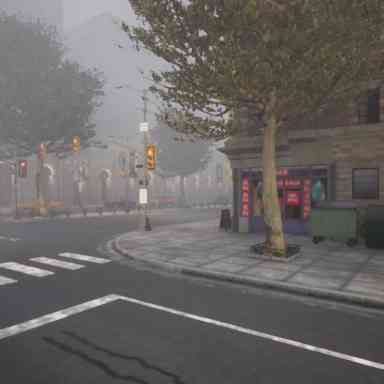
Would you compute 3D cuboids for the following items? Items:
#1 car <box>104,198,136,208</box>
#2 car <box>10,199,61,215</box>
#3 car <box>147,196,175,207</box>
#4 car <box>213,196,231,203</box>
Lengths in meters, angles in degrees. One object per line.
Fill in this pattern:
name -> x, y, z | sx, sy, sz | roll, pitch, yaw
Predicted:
car -> -10.321, 1.592, 47.923 | 1.895, 1.301, 4.718 | 0, 0, 36
car -> -16.139, 1.475, 34.438 | 1.882, 1.535, 5.008 | 0, 0, 36
car -> -4.647, 1.350, 50.410 | 2.097, 1.767, 4.553 | 0, 0, 36
car -> 5.960, 1.562, 64.998 | 1.837, 1.490, 4.892 | 0, 0, 36
